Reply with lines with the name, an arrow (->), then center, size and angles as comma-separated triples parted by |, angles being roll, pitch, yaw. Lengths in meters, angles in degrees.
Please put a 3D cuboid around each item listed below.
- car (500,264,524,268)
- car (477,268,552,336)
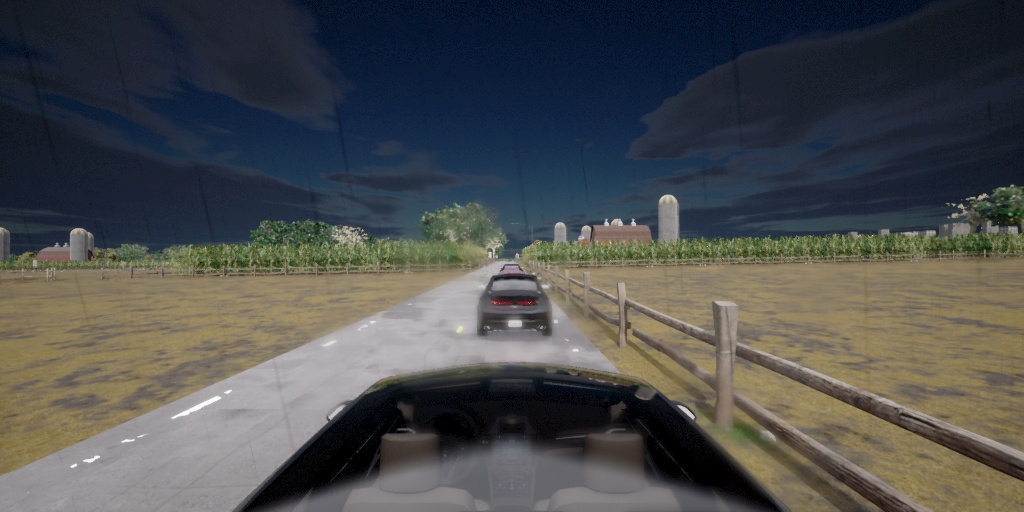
car -> -0.028, 1.295, 27.265 | 1.994, 1.385, 4.181 | 0, 0, 0
car -> 0.058, 1.253, 10.367 | 1.837, 1.490, 4.892 | 0, 0, 0
